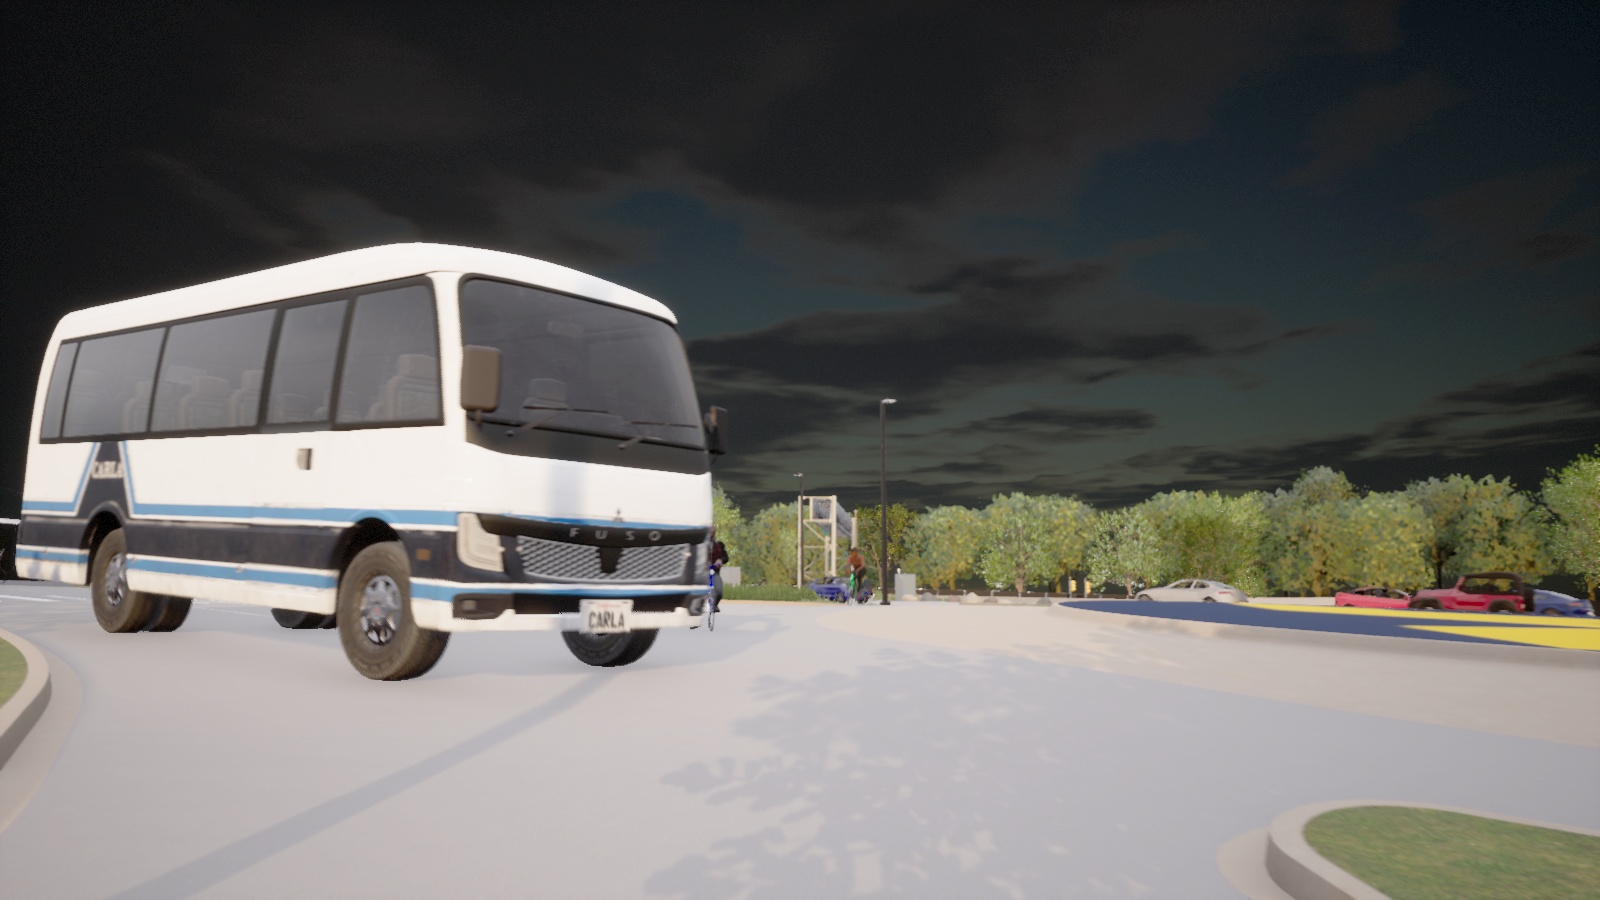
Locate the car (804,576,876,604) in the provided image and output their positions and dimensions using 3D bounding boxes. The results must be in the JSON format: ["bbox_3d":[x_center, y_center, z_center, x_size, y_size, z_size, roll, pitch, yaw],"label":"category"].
[{"bbox_3d":[2.198,7.790,70.002,1.816,1.474,4.193,4,-7,-35],"label":"car"}]

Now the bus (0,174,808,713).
[{"bbox_3d":[-5.224,0.197,14.621,10.273,4.253,3.944,-2,-6,39],"label":"bus"}]

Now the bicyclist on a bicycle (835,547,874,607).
[{"bbox_3d":[1.545,3.577,35.291,0.582,1.620,1.656,-2,-7,21],"label":"bicyclist on a bicycle"}]

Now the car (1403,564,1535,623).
[{"bbox_3d":[23.319,5.007,43.829,3.866,1.878,1.905,-2,-8,33],"label":"car"}]

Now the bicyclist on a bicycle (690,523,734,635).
[{"bbox_3d":[-1.480,2.143,20.934,0.659,1.776,1.843,0,-6,-6],"label":"bicyclist on a bicycle"}]

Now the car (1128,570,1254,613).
[{"bbox_3d":[17.624,6.383,56.830,2.152,1.651,5.027,9,-8,-40],"label":"car"}]

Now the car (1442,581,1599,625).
[{"bbox_3d":[26.767,5.748,46.755,1.812,1.442,4.674,10,-13,-40],"label":"car"}]

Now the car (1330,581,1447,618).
[{"bbox_3d":[27.060,6.872,57.795,4.514,1.525,2.007,-3,-9,39],"label":"car"}]
